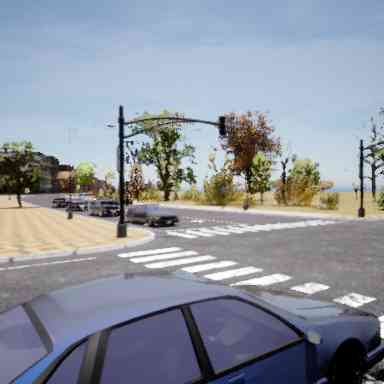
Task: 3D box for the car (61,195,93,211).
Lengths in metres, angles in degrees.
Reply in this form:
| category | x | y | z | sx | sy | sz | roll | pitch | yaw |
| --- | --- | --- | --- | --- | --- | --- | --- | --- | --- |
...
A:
| category | x | y | z | sx | sy | sz | roll | pitch | yaw |
| --- | --- | --- | --- | --- | --- | --- | --- | --- | --- |
| car | -13.895 | 1.508 | 40.289 | 2.128 | 1.511 | 4.902 | -1 | 0 | -32 |

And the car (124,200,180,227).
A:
| category | x | y | z | sx | sy | sz | roll | pitch | yaw |
| --- | --- | --- | --- | --- | --- | --- | --- | --- | --- |
| car | -2.873 | 1.536 | 23.341 | 2.033 | 1.411 | 5.357 | -1 | 0 | -32 |

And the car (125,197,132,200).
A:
| category | x | y | z | sx | sy | sz | roll | pitch | yaw |
| --- | --- | --- | --- | --- | --- | --- | --- | --- | --- |
| car | -11.543 | 1.490 | 55.217 | 2.033 | 1.411 | 5.357 | -1 | 0 | -32 |

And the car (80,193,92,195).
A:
| category | x | y | z | sx | sy | sz | roll | pitch | yaw |
| --- | --- | --- | --- | --- | --- | --- | --- | --- | --- |
| car | -20.447 | 1.197 | 63.687 | 2.150 | 2.045 | 5.566 | -1 | 0 | -30 |

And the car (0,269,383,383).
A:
| category | x | y | z | sx | sy | sz | roll | pitch | yaw |
| --- | --- | --- | --- | --- | --- | --- | --- | --- | --- |
| car | -0.256 | 1.538 | 3.204 | 5.357 | 1.411 | 2.033 | 0 | 0 | -35 |

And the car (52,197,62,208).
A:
| category | x | y | z | sx | sy | sz | roll | pitch | yaw |
| --- | --- | --- | --- | --- | --- | --- | --- | --- | --- |
| car | -19.373 | 1.531 | 49.064 | 1.837 | 1.490 | 4.892 | -1 | 0 | -31 |

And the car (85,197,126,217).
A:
| category | x | y | z | sx | sy | sz | roll | pitch | yaw |
| --- | --- | --- | --- | --- | --- | --- | --- | --- | --- |
| car | -8.277 | 1.508 | 31.606 | 1.837 | 1.490 | 4.892 | -1 | 0 | -34 |
